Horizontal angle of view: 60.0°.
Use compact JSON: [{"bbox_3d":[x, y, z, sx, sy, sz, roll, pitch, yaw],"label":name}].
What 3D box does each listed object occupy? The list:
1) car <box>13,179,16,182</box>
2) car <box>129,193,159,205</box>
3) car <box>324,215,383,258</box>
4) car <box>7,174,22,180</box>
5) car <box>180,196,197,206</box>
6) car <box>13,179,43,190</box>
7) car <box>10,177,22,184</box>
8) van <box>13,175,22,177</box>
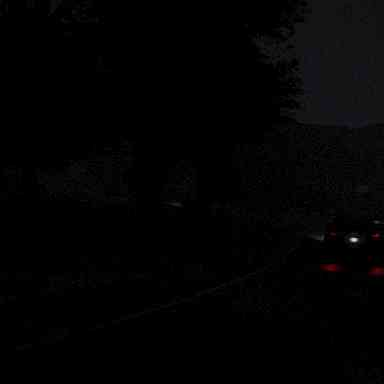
[{"bbox_3d":[-35.091,-1.505,71.482,2.002,1.452,4.674,7,5,38],"label":"car"},{"bbox_3d":[-6.191,0.914,44.320,4.674,1.442,1.812,3,1,26],"label":"car"},{"bbox_3d":[6.313,1.594,13.060,1.994,1.385,4.181,0,0,25],"label":"car"},{"bbox_3d":[-39.897,-2.594,79.164,2.435,2.045,5.566,7,5,38],"label":"car"},{"bbox_3d":[0.426,1.210,43.981,4.181,1.385,1.994,3,2,39],"label":"car"},{"bbox_3d":[-33.498,-1.278,68.900,2.231,1.521,4.892,6,5,38],"label":"car"},{"bbox_3d":[-36.807,-1.811,73.908,1.946,1.575,5.366,7,5,38],"label":"car"},{"bbox_3d":[-38.213,-2.306,76.709,1.878,1.987,4.442,6,5,38],"label":"van"}]
